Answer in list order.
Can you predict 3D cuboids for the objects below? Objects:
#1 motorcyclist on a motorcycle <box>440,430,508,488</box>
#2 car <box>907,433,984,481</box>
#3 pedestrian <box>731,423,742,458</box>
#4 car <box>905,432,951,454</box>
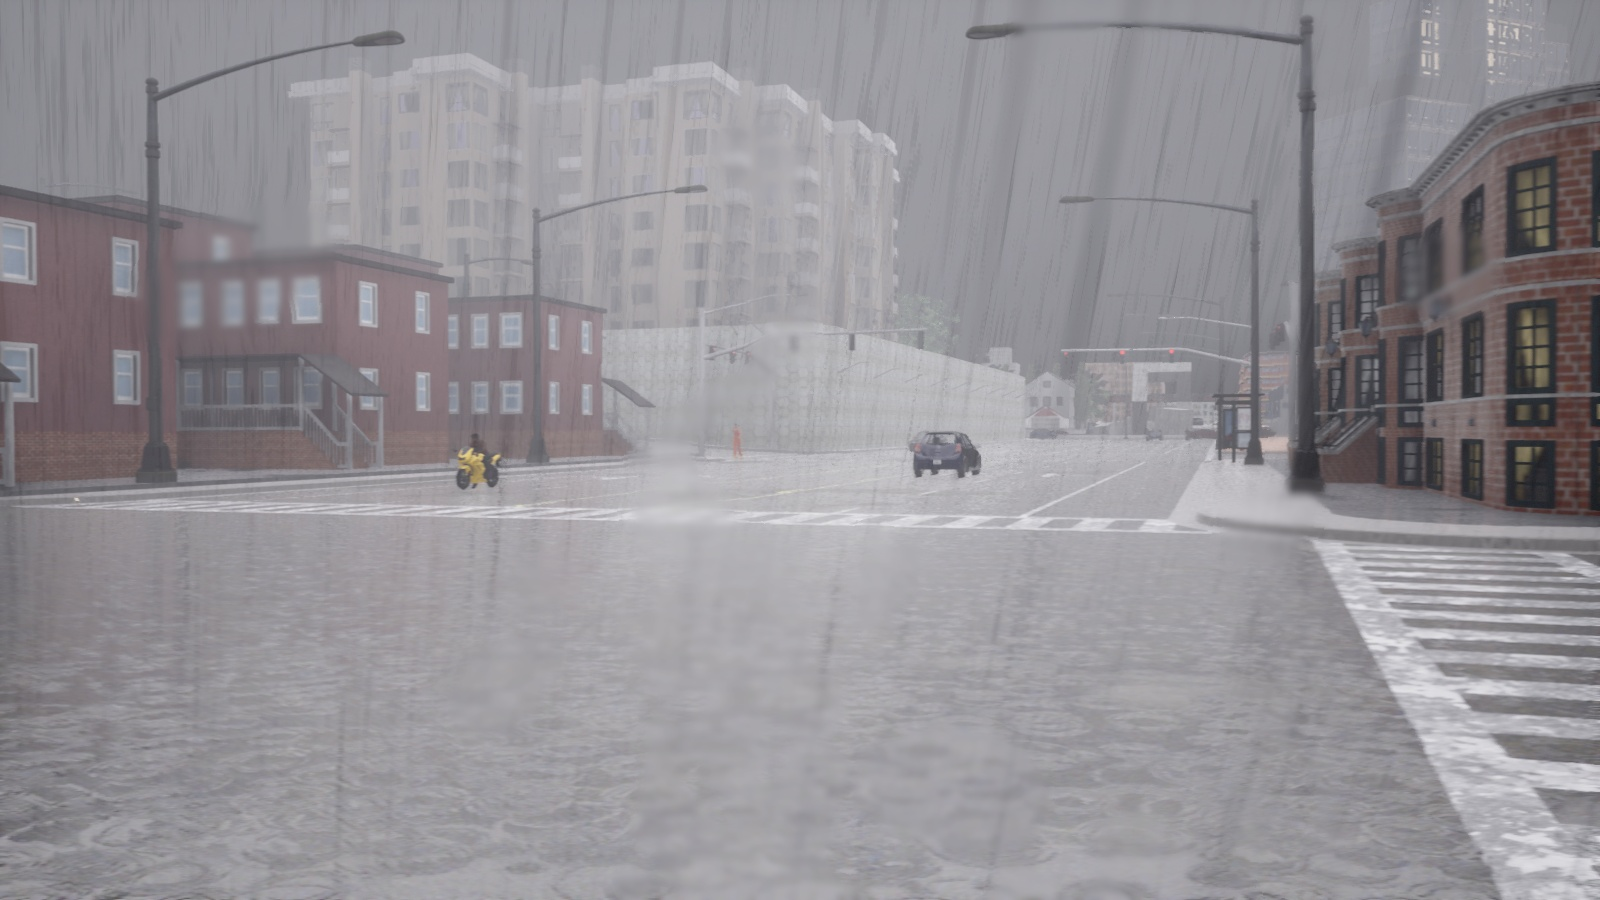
[{"bbox_3d":[-8.812,0.230,34.072,0.797,1.523,2.044,1,1,19],"label":"motorcyclist on a motorcycle"},{"bbox_3d":[4.899,0.188,41.906,1.845,1.501,3.633,1,1,19],"label":"car"},{"bbox_3d":[-3.403,-0.515,67.404,0.345,1.836,0.594,1,1,19],"label":"pedestrian"},{"bbox_3d":[8.854,-0.527,86.610,2.163,1.488,4.792,1,1,19],"label":"car"}]
